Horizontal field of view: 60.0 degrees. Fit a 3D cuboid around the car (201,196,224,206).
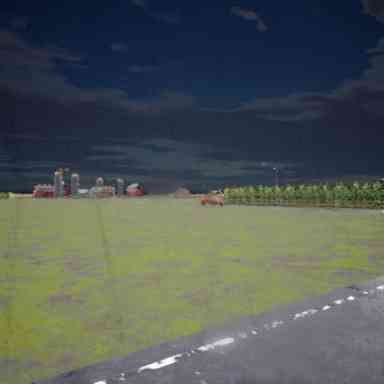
[{"bbox_3d":[4.080,1.789,66.328,2.150,2.045,5.566,0,-1,-34],"label":"car"}]
